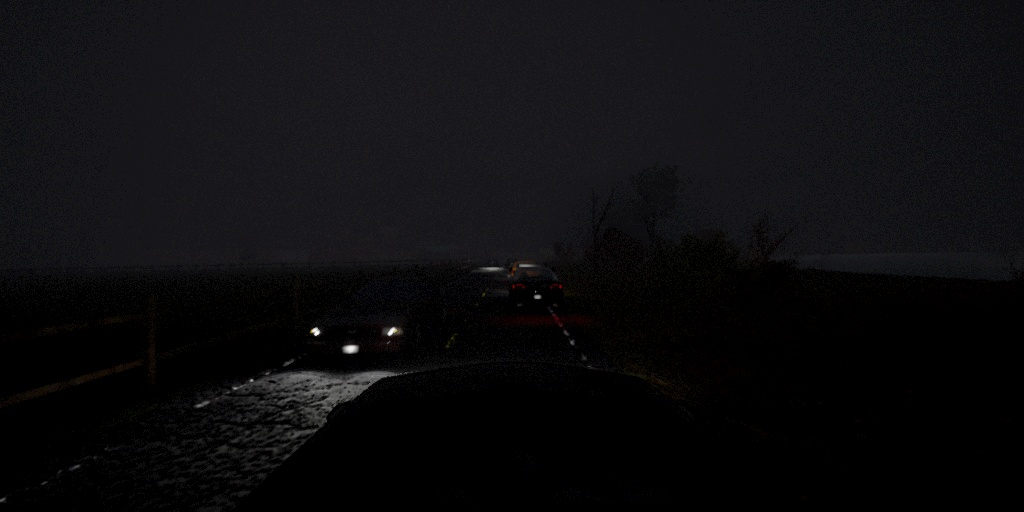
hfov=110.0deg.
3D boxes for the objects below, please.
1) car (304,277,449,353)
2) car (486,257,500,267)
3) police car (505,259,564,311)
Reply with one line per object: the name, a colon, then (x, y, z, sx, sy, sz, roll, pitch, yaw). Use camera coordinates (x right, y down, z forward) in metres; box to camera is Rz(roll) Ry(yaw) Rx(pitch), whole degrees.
car: (-2.852, 1.244, 8.993, 2.033, 1.411, 5.357, 0, 0, 0)
car: (-2.825, 0.898, 53.478, 2.128, 1.511, 4.902, 0, 0, 0)
police car: (0.823, 1.085, 14.075, 1.930, 1.638, 5.238, 0, 0, 0)
